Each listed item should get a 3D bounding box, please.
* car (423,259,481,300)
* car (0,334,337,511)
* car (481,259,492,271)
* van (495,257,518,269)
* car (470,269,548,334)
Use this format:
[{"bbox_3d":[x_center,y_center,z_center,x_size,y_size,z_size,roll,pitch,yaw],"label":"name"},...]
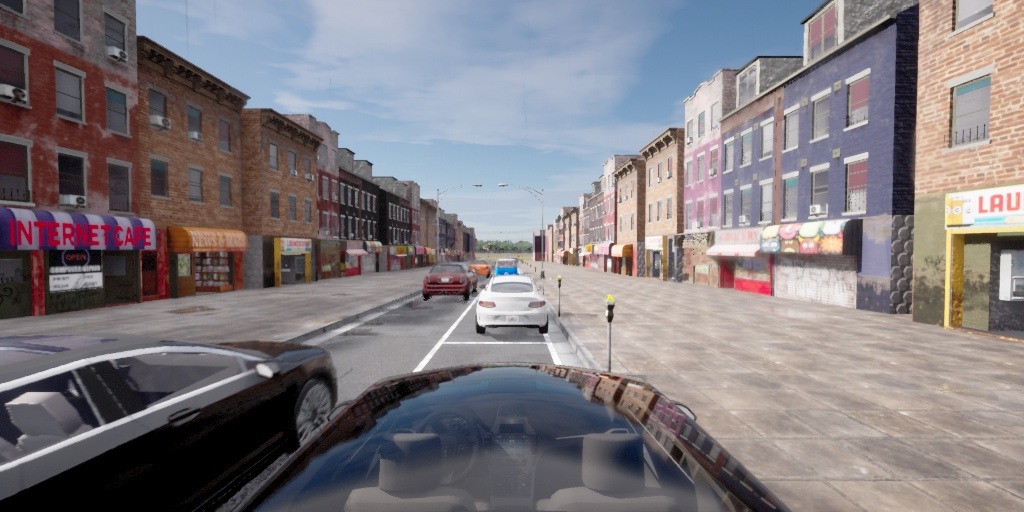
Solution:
[{"bbox_3d":[-2.921,1.096,17.809,2.097,1.767,4.553,0,0,0],"label":"car"},{"bbox_3d":[-2.921,1.241,2.197,2.128,1.511,4.902,0,0,0],"label":"car"},{"bbox_3d":[-3.018,1.090,34.022,2.097,1.767,4.553,0,0,0],"label":"car"},{"bbox_3d":[-0.382,1.081,27.392,1.690,1.789,3.998,0,0,0],"label":"van"},{"bbox_3d":[0.004,1.272,10.502,1.812,1.442,4.674,0,0,0],"label":"car"}]
